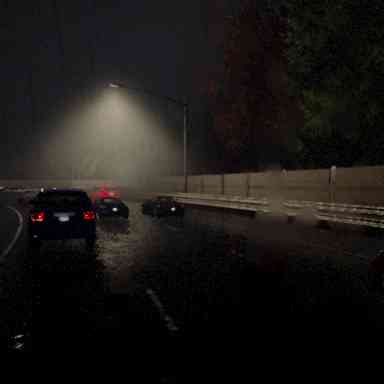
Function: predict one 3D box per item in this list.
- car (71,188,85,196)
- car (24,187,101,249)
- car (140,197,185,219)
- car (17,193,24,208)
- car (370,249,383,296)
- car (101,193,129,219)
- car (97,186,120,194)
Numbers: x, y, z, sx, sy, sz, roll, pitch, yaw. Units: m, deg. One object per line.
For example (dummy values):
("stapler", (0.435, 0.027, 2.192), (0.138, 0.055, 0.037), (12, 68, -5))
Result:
("car", (-21.994, -0.041, 64.370), (1.994, 1.385, 4.181), (0, 1, -10))
("car", (-5.147, 0.889, 13.148), (2.150, 2.045, 5.566), (0, 1, -23))
("car", (-2.102, 1.009, 22.836), (1.994, 1.385, 4.181), (0, 2, -27))
("car", (-15.686, 0.724, 32.406), (2.033, 1.411, 5.357), (-1, 2, -35))
("car", (5.130, 1.241, 5.124), (2.097, 1.767, 4.553), (0, 1, -17))
("car", (-5.719, 1.008, 22.422), (1.994, 1.385, 4.181), (-1, 2, -28))
("car", (-9.588, 0.317, 36.548), (2.150, 2.045, 5.566), (-1, 2, -30))
